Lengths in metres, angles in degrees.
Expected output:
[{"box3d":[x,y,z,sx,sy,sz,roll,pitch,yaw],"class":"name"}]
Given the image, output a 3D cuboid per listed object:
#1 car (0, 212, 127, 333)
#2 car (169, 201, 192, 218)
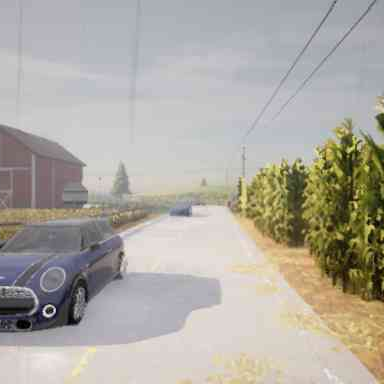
[{"box3d":[-2.905,1.398,7.189,2.097,1.767,4.553,0,0,3],"class":"car"},{"box3d":[-1.092,1.712,33.614,1.882,1.535,5.008,0,0,5],"class":"car"}]
